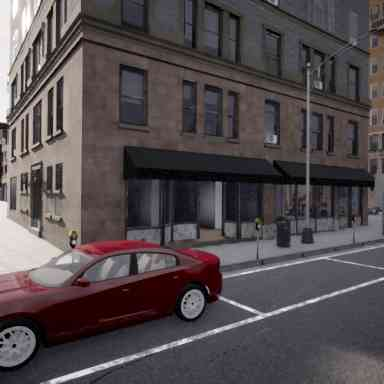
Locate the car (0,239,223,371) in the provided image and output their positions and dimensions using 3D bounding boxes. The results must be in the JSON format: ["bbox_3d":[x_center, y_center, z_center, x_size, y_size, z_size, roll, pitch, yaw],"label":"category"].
[{"bbox_3d":[-1.518,1.545,5.672,4.507,1.381,1.887,0,1,-35],"label":"car"}]

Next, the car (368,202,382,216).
[{"bbox_3d":[14.344,1.366,30.453,1.812,1.442,4.674,1,0,-34],"label":"car"}]
